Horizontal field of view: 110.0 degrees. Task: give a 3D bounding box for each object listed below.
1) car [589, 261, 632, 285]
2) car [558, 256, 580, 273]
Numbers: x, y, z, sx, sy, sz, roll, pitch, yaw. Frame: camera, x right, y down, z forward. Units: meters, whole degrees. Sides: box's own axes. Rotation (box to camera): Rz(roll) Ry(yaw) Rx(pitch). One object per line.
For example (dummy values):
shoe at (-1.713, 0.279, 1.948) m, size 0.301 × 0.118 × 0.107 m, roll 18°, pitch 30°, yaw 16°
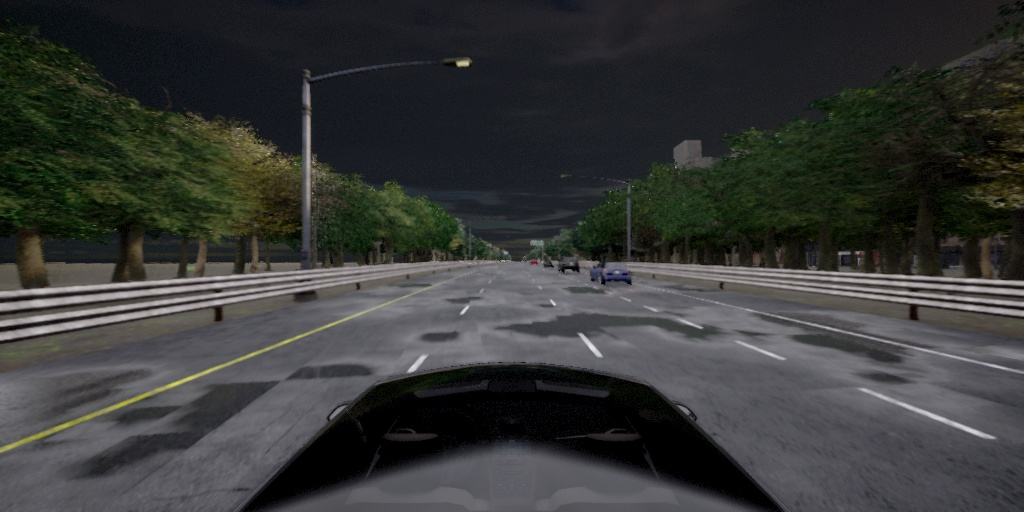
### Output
car at (7.027, 1.115, 26.052) m, size 2.097 × 1.767 × 4.553 m, roll 0°, pitch 0°, yaw 0°
car at (7.093, 1.084, 45.181) m, size 2.150 × 2.045 × 5.566 m, roll 0°, pitch 0°, yaw 0°
